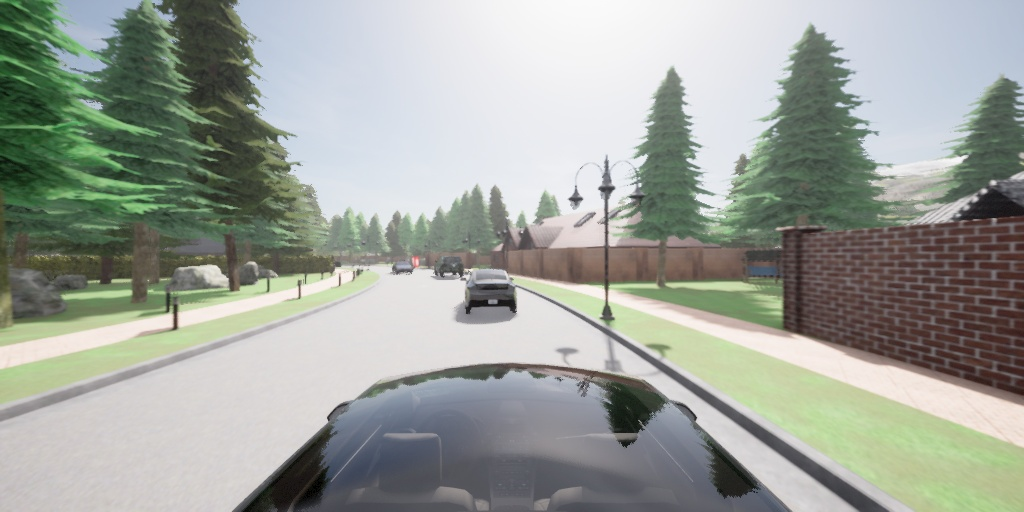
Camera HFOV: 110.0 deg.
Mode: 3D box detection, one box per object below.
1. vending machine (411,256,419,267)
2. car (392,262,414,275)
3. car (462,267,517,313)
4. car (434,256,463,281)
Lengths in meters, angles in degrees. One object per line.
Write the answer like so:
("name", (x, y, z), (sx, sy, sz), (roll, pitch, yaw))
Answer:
("vending machine", (-16.912, 1.028, 62.986), (1.100, 2.100, 0.880), (0, 0, -37))
("car", (-12.509, 1.357, 40.923), (2.033, 1.411, 5.357), (0, 0, -25))
("car", (-0.950, 1.262, 14.191), (1.837, 1.490, 4.892), (0, 0, -8))
("car", (-6.308, 1.005, 35.577), (2.150, 2.045, 5.566), (0, 0, -20))
